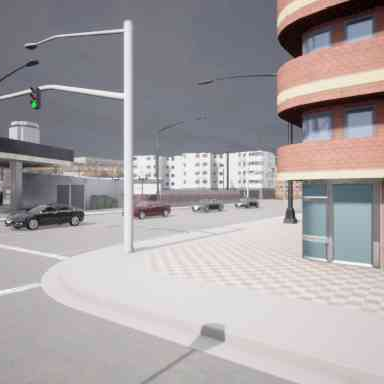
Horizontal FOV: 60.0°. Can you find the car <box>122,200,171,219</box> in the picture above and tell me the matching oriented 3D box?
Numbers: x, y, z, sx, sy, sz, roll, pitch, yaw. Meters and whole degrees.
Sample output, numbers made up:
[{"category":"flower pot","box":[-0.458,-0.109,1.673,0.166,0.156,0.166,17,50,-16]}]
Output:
[{"category":"car","box":[-3.887,1.478,29.021,1.882,1.535,5.008,0,0,34]}]

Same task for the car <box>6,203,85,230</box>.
[{"category":"car","box":[-9.211,1.505,21.241,1.837,1.490,4.892,0,0,34]}]

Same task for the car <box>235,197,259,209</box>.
[{"category":"car","box":[7.588,1.491,45.612,2.128,1.511,4.902,0,0,35]}]

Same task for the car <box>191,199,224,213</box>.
[{"category":"car","box":[1.808,1.492,37.272,2.128,1.511,4.902,0,0,35]}]
